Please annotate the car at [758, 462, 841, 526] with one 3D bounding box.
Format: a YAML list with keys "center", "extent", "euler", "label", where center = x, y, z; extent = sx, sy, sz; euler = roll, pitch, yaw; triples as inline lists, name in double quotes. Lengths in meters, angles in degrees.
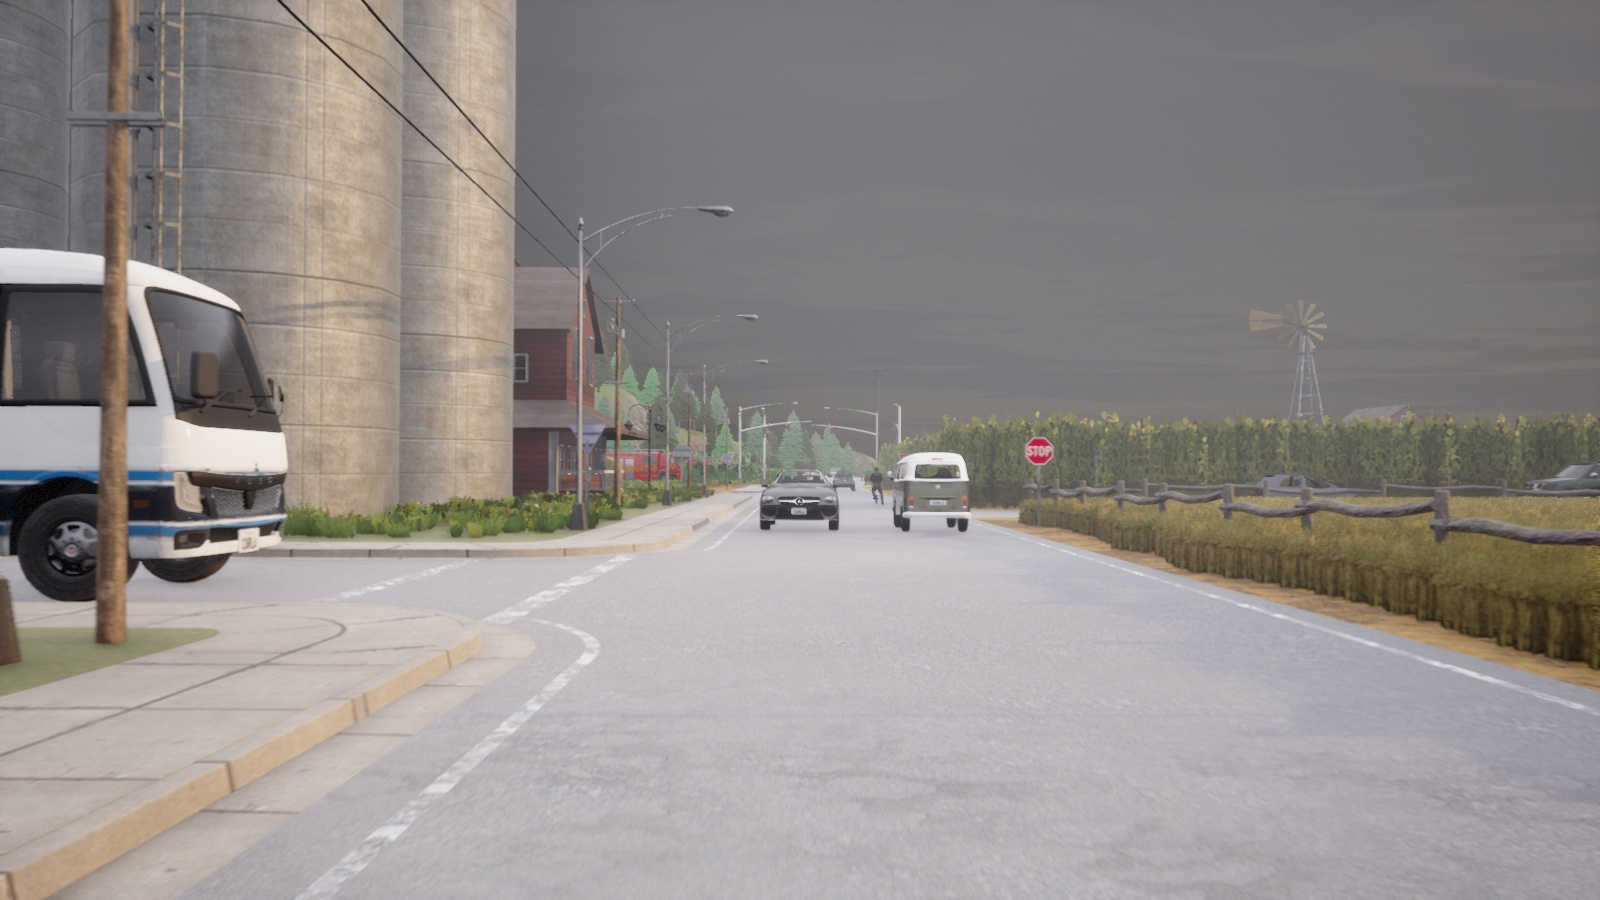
- center: [0.038, 1.184, 35.226]
  extent: [2.152, 1.651, 5.027]
  euler: [0, -1, 1]
  label: "car"

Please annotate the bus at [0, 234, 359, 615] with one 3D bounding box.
- center: [-11.409, -0.250, 15.906]
  extent: [10.273, 4.253, 3.944]
  euler: [0, -1, -1]
  label: "bus"

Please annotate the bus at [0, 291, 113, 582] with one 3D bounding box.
- center: [-16.848, -0.169, 19.388]
  extent: [10.273, 4.253, 3.944]
  euler: [0, -1, -1]
  label: "bus"

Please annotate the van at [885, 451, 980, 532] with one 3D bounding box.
- center: [3.505, 1.092, 33.992]
  extent: [2.069, 2.038, 4.480]
  euler: [0, -1, 0]
  label: "van"

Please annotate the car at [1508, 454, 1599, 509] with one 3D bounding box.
- center: [30.610, 1.194, 48.266]
  extent: [5.566, 2.045, 2.150]
  euler: [0, -1, 0]
  label: "car"

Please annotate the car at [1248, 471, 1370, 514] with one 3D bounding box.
- center: [18.272, 1.513, 45.194]
  extent: [3.633, 1.501, 1.845]
  euler: [0, -1, 0]
  label: "car"
